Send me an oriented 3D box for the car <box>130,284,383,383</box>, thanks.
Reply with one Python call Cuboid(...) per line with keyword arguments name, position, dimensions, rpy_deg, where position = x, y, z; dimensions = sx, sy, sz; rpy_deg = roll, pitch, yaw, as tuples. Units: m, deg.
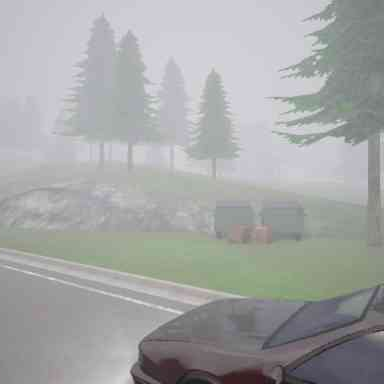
Cuboid(name="car", position=(1.980, 1.547, 2.582), dimensions=(5.357, 1.411, 2.033), rpy_deg=(0, 0, 35))
